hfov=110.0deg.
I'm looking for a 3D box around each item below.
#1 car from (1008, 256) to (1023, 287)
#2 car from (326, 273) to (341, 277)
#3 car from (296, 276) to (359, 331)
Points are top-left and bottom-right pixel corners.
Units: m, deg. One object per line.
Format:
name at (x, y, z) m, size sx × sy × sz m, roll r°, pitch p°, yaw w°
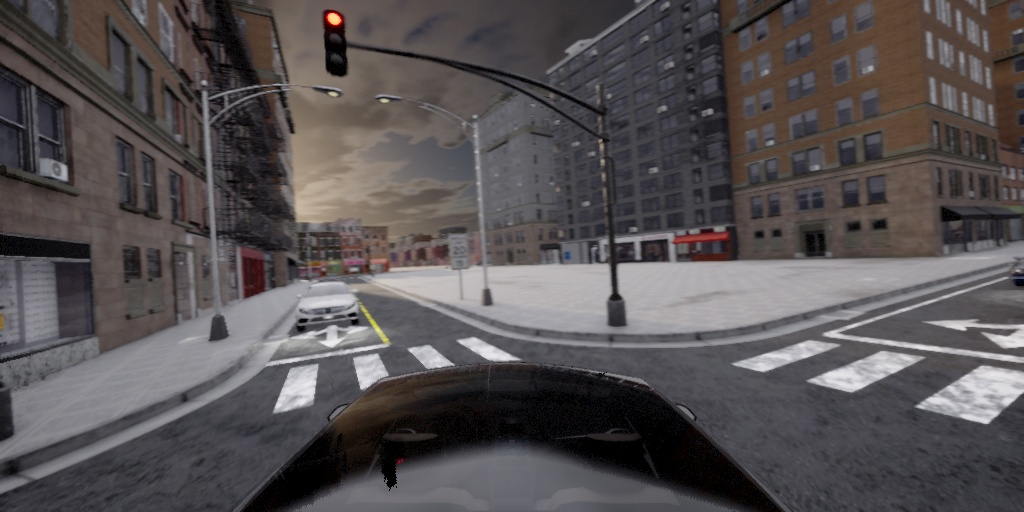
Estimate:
car at (17.766, 0.183, 11.287) m, size 5.357 × 1.411 × 2.033 m, roll -4°, pitch 0°, yaw -27°
car at (-12.312, 2.119, 24.443) m, size 1.895 × 1.301 × 4.718 m, roll -4°, pitch 0°, yaw -26°
car at (-6.805, 1.696, 13.324) m, size 1.812 × 1.442 × 4.674 m, roll -4°, pitch 0°, yaw -26°
